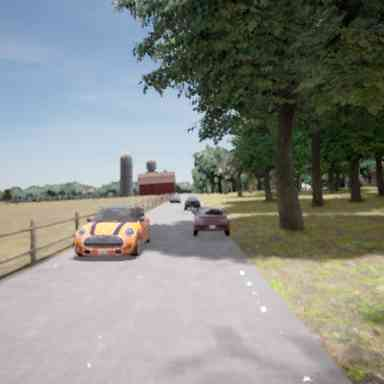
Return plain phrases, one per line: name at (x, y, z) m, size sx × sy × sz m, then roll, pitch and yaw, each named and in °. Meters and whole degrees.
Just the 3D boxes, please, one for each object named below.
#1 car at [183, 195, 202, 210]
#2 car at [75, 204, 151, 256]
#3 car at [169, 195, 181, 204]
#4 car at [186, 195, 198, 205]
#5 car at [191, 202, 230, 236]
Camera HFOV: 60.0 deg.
car at (0.039, 1.326, 39.639) m, size 1.837 × 1.490 × 4.892 m, roll 0°, pitch 0°, yaw 0°
car at (-2.844, 1.320, 12.833) m, size 2.097 × 1.767 × 4.553 m, roll 0°, pitch 0°, yaw 0°
car at (-2.774, 1.217, 55.611) m, size 2.033 × 1.411 × 5.357 m, roll 0°, pitch 1°, yaw 1°
car at (0.020, 1.227, 52.647) m, size 1.812 × 1.442 × 4.674 m, roll 0°, pitch 1°, yaw 0°
car at (0.969, 1.475, 18.060) m, size 1.812 × 1.442 × 4.674 m, roll 0°, pitch 0°, yaw 0°
